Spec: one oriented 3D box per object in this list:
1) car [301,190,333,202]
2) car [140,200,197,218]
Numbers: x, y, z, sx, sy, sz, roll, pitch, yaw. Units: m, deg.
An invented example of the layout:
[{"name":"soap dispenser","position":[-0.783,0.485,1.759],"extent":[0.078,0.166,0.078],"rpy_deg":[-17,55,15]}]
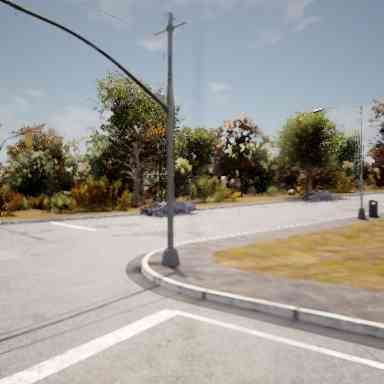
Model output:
[{"name":"car","position":[15.836,0.501,42.185],"extent":[4.181,1.385,1.994],"rpy_deg":[-4,2,-29]},{"name":"car","position":[-2.021,1.443,30.051],"extent":[5.357,1.411,2.033],"rpy_deg":[-2,1,-39]}]
